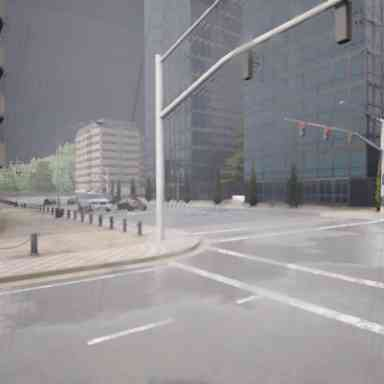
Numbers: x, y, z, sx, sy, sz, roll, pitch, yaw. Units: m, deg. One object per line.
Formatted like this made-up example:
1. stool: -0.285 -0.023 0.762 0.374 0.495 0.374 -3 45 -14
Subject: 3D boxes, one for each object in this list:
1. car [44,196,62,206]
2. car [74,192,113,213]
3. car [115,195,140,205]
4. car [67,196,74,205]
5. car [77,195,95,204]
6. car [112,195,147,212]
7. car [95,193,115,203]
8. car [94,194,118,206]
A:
1. car: -21.569 1.393 51.381 1.812 1.442 4.674 -1 0 -35
2. car: -10.354 1.070 35.182 2.150 2.045 5.566 -1 0 -35
3. car: -10.546 1.254 54.035 2.128 1.511 4.902 -1 0 -34
4. car: -18.578 1.386 53.208 1.994 1.385 4.181 -1 0 -35
5. car: -19.269 1.295 60.302 1.837 1.490 4.892 -1 0 -35
6. car: -6.543 1.347 35.846 1.812 1.442 4.674 -1 0 -35
7. car: -16.386 1.114 62.284 2.097 1.767 4.553 -1 0 -35
8. car: -13.574 1.142 52.264 2.097 1.767 4.553 -1 0 -35
